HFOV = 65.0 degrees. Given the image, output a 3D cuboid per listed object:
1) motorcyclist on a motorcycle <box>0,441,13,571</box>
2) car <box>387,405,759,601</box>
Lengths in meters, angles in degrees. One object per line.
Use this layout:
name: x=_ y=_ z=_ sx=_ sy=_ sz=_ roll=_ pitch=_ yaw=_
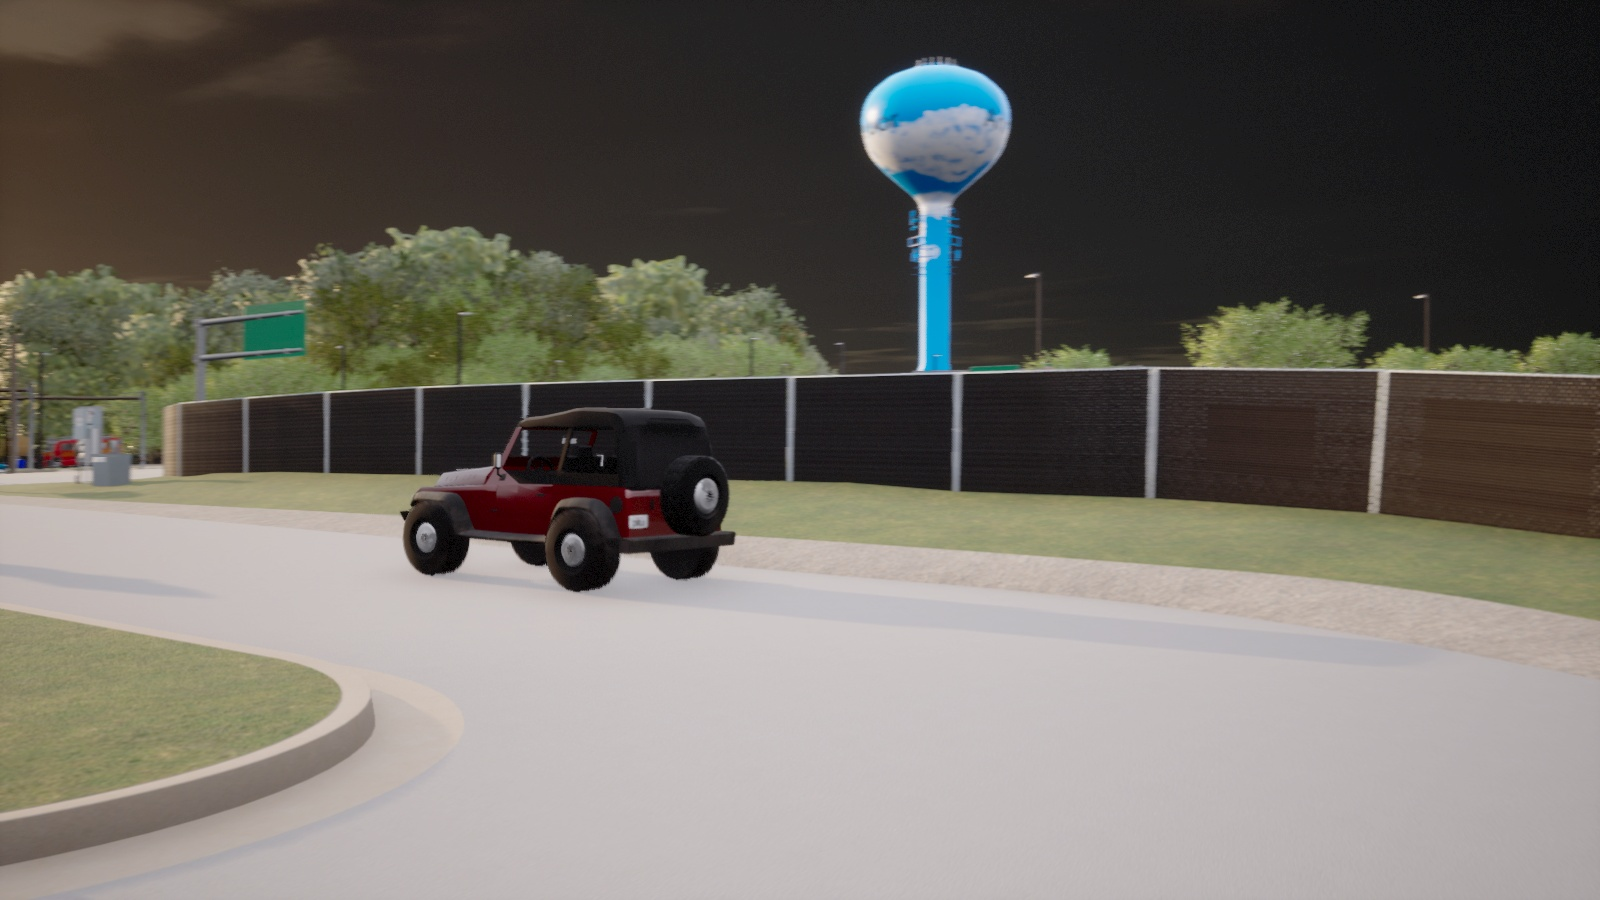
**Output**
motorcyclist on a motorcycle: x=-10.482 y=0.644 z=15.140 sx=2.191 sy=1.530 sz=0.866 roll=1 pitch=0 yaw=34
car: x=-2.577 y=0.493 z=13.960 sx=3.866 sy=1.878 sz=1.905 roll=1 pitch=0 yaw=36
